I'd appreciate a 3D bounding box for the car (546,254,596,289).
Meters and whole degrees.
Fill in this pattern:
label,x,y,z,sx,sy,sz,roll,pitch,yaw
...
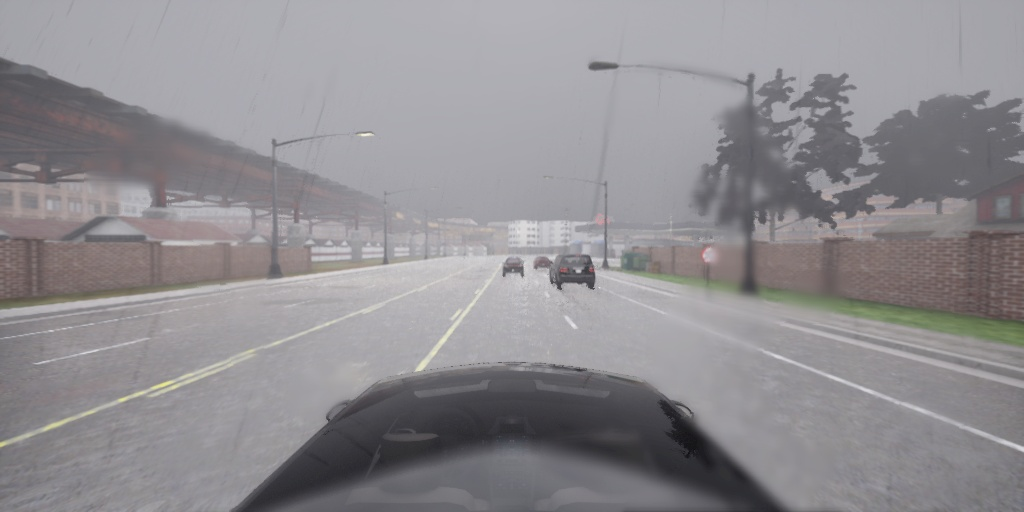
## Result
label,x,y,z,sx,sy,sz,roll,pitch,yaw
car,3.603,0.878,22.083,2.150,2.045,5.566,0,1,0

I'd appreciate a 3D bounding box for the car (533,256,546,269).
label,x,y,z,sx,sy,sz,roll,pitch,yaw
car,3.612,0.754,43.405,1.882,1.535,5.008,0,1,0

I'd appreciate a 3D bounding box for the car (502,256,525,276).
label,x,y,z,sx,sy,sz,roll,pitch,yaw
car,0.105,0.977,32.661,2.128,1.511,4.902,0,1,0
